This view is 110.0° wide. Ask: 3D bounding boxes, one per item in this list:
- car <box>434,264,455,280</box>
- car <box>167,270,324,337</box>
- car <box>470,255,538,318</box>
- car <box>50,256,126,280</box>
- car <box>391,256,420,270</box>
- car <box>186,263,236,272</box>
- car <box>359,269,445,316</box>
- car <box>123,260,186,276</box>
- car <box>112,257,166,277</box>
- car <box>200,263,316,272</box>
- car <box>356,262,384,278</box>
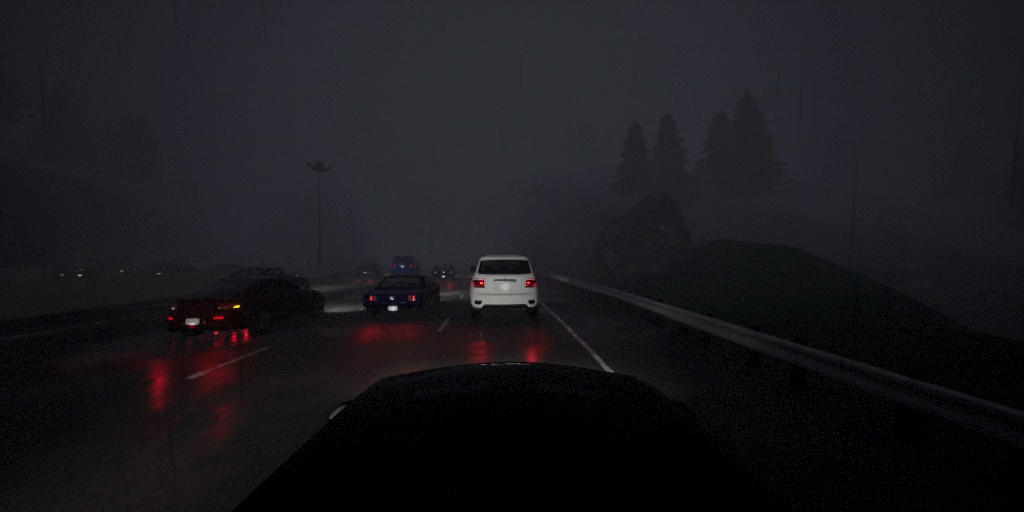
[{"bbox_3d":[-5.906,1.366,31.285,1.895,1.301,4.718,0,0,-9],"label":"car"},{"bbox_3d":[-7.225,1.292,10.279,1.812,1.442,4.674,0,0,-3],"label":"car"},{"bbox_3d":[-0.365,0.973,13.269,2.150,2.045,5.566,0,0,-4],"label":"car"},{"bbox_3d":[-34.186,1.048,29.572,2.150,2.045,5.566,0,0,-10],"label":"car"},{"bbox_3d":[-9.766,0.996,33.133,2.150,2.045,5.566,0,0,-10],"label":"car"},{"bbox_3d":[-23.475,1.329,29.056,1.812,1.442,4.674,0,0,-9],"label":"car"},{"bbox_3d":[-3.885,1.360,13.512,1.895,1.301,4.718,0,0,-4],"label":"car"},{"bbox_3d":[-26.870,1.302,28.117,2.128,1.511,4.902,0,0,-9],"label":"car"},{"bbox_3d":[-30.885,1.172,30.816,2.097,1.767,4.553,0,0,-11],"label":"car"},{"bbox_3d":[-11.154,1.267,16.445,2.128,1.511,4.902,0,0,-5],"label":"car"},{"bbox_3d":[-13.584,1.274,34.498,2.128,1.511,4.902,0,0,-10],"label":"car"}]
